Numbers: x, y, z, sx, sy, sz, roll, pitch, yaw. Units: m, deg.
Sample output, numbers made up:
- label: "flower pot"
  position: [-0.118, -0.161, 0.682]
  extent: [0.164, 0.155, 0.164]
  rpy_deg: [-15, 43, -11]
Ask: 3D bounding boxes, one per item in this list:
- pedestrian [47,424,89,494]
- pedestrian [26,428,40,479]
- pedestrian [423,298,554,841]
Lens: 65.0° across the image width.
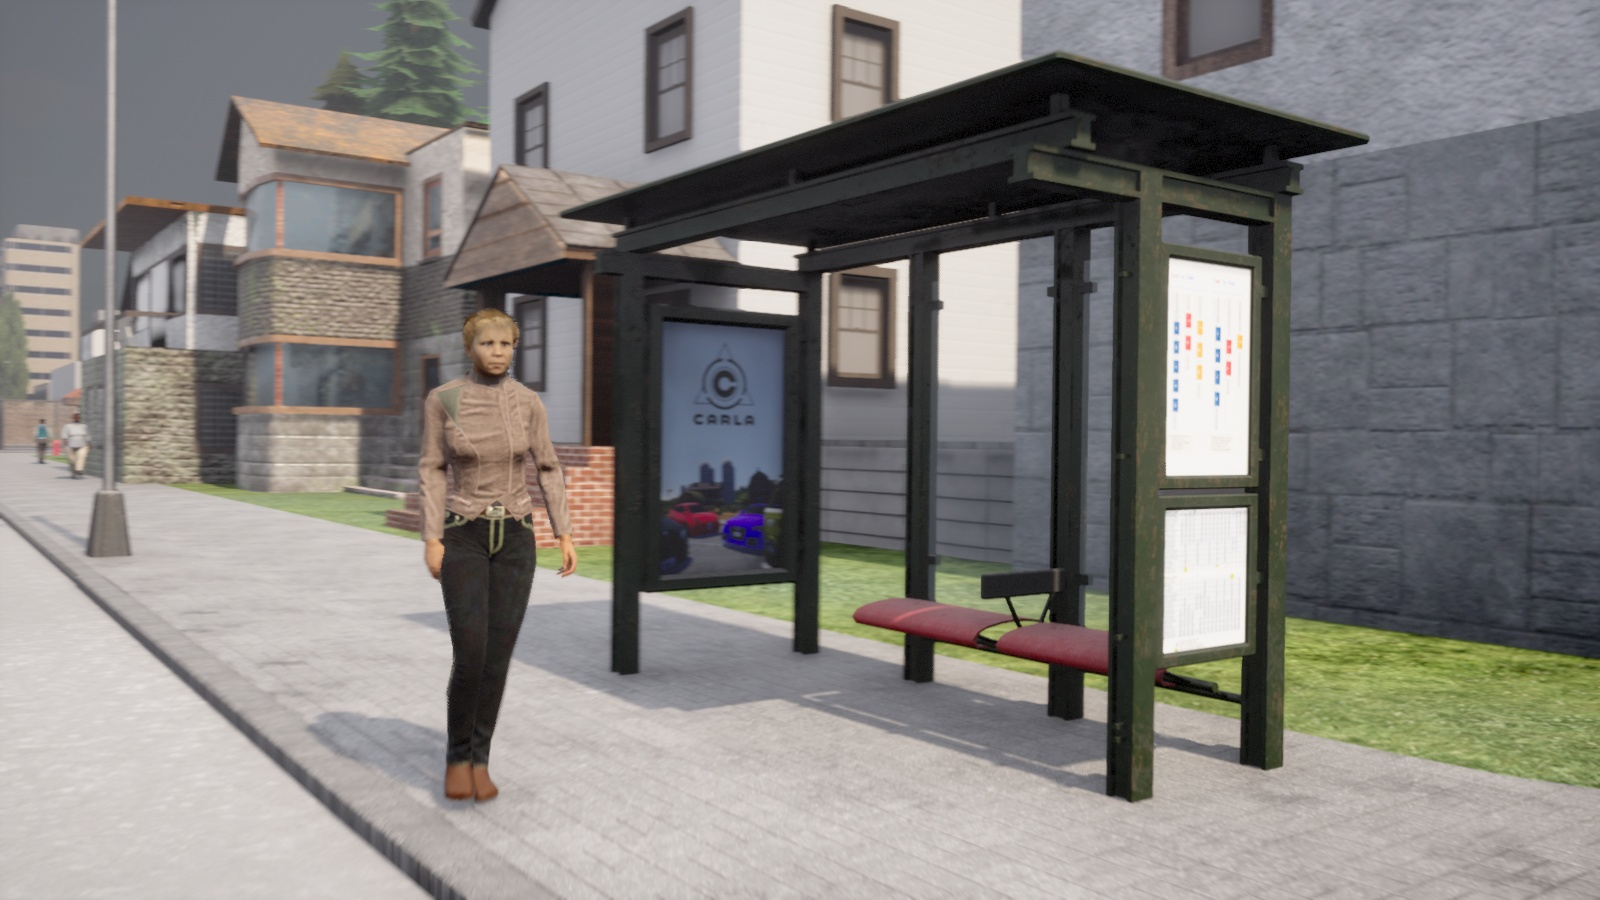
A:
- label: "pedestrian"
  position: [-19.629, 0.225, 33.665]
  extent: [0.874, 1.855, 0.900]
  rpy_deg: [-1, 1, -36]
- label: "pedestrian"
  position: [-29.287, 0.140, 47.964]
  extent: [0.396, 1.930, 0.692]
  rpy_deg: [-1, 1, -36]
- label: "pedestrian"
  position: [-1.158, 0.404, 4.624]
  extent: [0.331, 1.846, 0.634]
  rpy_deg: [-1, 1, -26]
